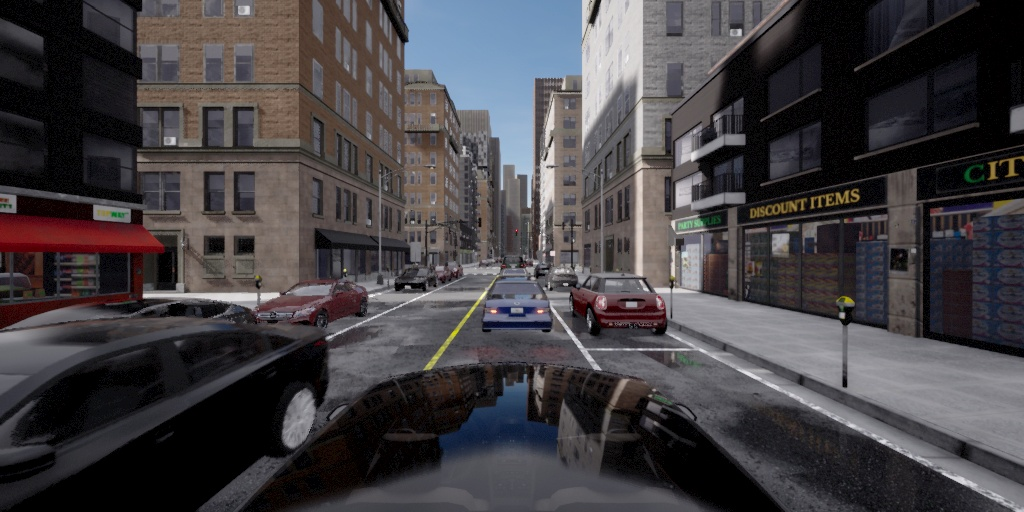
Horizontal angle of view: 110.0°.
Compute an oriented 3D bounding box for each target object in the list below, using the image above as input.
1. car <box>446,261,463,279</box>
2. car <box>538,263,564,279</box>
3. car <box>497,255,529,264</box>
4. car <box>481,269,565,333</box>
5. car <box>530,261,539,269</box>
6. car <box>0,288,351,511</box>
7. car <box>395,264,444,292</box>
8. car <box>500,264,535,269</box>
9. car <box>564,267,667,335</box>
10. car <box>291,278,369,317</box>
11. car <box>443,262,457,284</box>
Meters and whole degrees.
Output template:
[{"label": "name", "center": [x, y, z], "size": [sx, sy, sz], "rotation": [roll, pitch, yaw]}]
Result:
[{"label": "car", "center": [-5.596, 1.193, 32.567], "size": [1.967, 1.591, 4.097], "rotation": [0, 0, 0]}, {"label": "car", "center": [2.902, 1.301, 21.543], "size": [2.007, 1.370, 4.403], "rotation": [0, 0, 0]}, {"label": "car", "center": [0.079, 0.974, 31.293], "size": [2.150, 2.045, 5.566], "rotation": [0, 0, -1]}, {"label": "car", "center": [0.122, 1.297, 10.755], "size": [2.033, 1.411, 5.357], "rotation": [0, 0, 0]}, {"label": "car", "center": [2.930, 1.318, 32.545], "size": [1.948, 1.339, 4.313], "rotation": [0, 0, 0]}, {"label": "car", "center": [-3.103, 1.228, 2.226], "size": [1.882, 1.535, 5.008], "rotation": [0, 0, 0]}, {"label": "car", "center": [-5.623, 1.316, 21.564], "size": [1.948, 1.339, 4.313], "rotation": [0, 0, 0]}, {"label": "car", "center": [0.145, 1.351, 21.261], "size": [1.895, 1.301, 4.718], "rotation": [0, 0, 0]}, {"label": "car", "center": [2.875, 1.189, 10.540], "size": [1.967, 1.591, 4.097], "rotation": [0, 0, 0]}, {"label": "car", "center": [-5.650, 1.332, 10.562], "size": [1.802, 1.307, 4.207], "rotation": [0, 0, 0]}, {"label": "car", "center": [-5.610, 1.333, 27.065], "size": [1.802, 1.307, 4.207], "rotation": [0, 0, 0]}]
